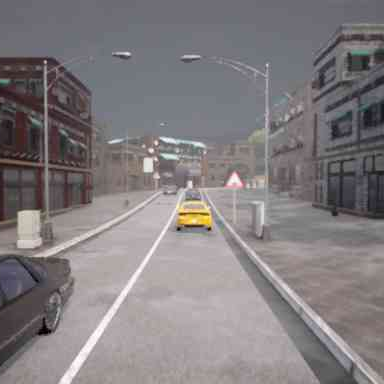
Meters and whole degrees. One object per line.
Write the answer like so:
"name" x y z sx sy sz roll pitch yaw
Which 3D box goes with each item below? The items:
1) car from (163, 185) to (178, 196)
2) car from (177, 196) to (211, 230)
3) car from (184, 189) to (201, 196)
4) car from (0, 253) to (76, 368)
"car" -2.981 -0.273 47.037 2.128 1.511 4.902 0 4 1
"car" 0.107 1.279 19.785 1.882 1.535 5.008 0 2 0
"car" 0.112 0.355 38.506 2.033 1.411 5.357 0 4 0
"car" -3.098 1.545 3.975 2.033 1.411 5.357 0 0 0
